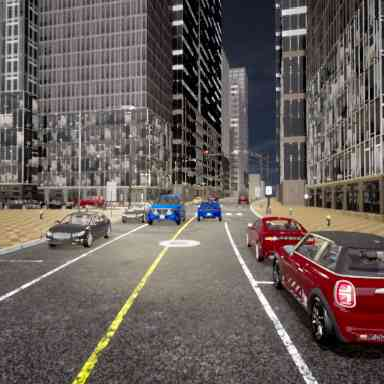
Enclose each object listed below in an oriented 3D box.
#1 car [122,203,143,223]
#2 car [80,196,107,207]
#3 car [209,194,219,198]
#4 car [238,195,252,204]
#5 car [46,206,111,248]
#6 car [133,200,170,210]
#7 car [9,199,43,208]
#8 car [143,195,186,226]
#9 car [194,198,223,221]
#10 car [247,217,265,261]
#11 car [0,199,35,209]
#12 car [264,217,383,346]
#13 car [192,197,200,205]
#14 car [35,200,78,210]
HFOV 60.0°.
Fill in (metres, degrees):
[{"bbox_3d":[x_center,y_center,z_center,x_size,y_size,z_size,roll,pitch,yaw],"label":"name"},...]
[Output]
[{"bbox_3d":[-4.122,1.574,25.653,2.008,1.369,4.403,1,0,5],"label":"car"},{"bbox_3d":[-15.134,1.536,49.590,5.009,1.841,2.192,0,-1,13],"label":"car"},{"bbox_3d":[5.176,1.493,78.752,2.192,1.841,5.009,1,0,14],"label":"car"},{"bbox_3d":[10.095,1.412,65.066,2.192,1.841,5.009,1,0,13],"label":"car"},{"bbox_3d":[-4.877,1.562,14.863,2.008,1.369,4.403,1,0,3],"label":"car"},{"bbox_3d":[-5.346,1.702,44.005,4.718,1.301,1.895,-1,-1,30],"label":"car"},{"bbox_3d":[-26.020,1.835,52.171,4.403,1.369,2.008,0,-1,13],"label":"car"},{"bbox_3d":[-1.676,1.241,23.872,2.150,2.045,5.566,0,0,5],"label":"car"},{"bbox_3d":[1.486,1.495,27.121,1.882,1.535,5.008,0,0,5],"label":"car"},{"bbox_3d":[3.010,1.547,11.953,1.887,1.381,4.507,1,0,3],"label":"car"},{"bbox_3d":[-22.388,1.655,43.210,4.403,1.369,2.008,0,-1,13],"label":"car"},{"bbox_3d":[2.816,1.441,6.313,1.967,1.590,4.097,1,0,2],"label":"car"},{"bbox_3d":[1.177,1.642,62.514,1.752,1.417,4.829,1,0,12],"label":"car"},{"bbox_3d":[-16.948,1.638,41.919,4.313,1.339,1.947,0,-1,13],"label":"car"}]
